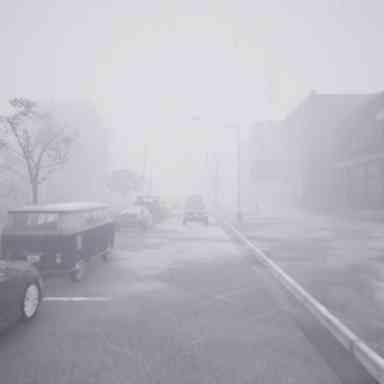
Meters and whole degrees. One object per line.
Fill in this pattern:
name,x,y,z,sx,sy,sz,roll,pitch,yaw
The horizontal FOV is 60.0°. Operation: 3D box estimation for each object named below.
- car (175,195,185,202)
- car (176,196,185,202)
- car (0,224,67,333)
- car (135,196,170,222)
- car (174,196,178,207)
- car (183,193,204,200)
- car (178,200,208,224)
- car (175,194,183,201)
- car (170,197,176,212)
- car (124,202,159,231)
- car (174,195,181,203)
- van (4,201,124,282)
car,-3.127,1.627,87.402,2.185,1.767,4.553,0,0,3
car,-3.103,1.818,93.006,2.163,1.488,4.792,-1,0,3
car,-3.631,1.490,4.232,2.231,1.521,4.892,0,1,-1
car,-3.489,1.335,27.633,2.435,2.045,5.566,0,0,1
car,-3.395,1.620,43.064,2.097,1.535,5.008,0,0,3
car,0.356,1.341,42.950,2.150,2.045,5.566,0,0,0
car,0.247,1.608,24.982,2.033,1.411,5.357,0,0,0
car,-3.294,1.698,59.698,2.097,1.535,5.008,0,0,3
car,-3.428,1.587,37.516,2.097,1.535,5.008,0,0,3
car,-3.530,1.594,20.887,2.002,1.452,4.674,0,0,1
car,-3.325,1.657,53.316,1.946,1.575,5.366,0,0,3
van,-3.591,1.301,9.917,1.878,1.987,4.442,0,0,3
